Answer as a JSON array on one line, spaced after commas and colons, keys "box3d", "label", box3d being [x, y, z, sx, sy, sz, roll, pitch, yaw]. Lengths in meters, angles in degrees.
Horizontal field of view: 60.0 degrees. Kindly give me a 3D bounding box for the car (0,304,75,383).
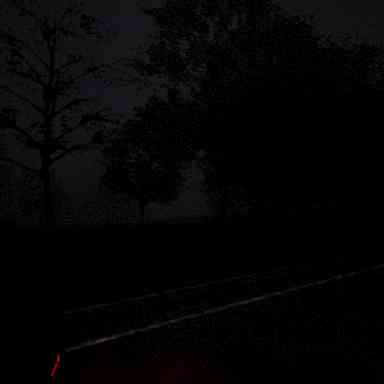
[{"box3d": [-3.186, 1.504, 1.722, 4.892, 1.490, 1.837, 0, 0, -35], "label": "car"}]
